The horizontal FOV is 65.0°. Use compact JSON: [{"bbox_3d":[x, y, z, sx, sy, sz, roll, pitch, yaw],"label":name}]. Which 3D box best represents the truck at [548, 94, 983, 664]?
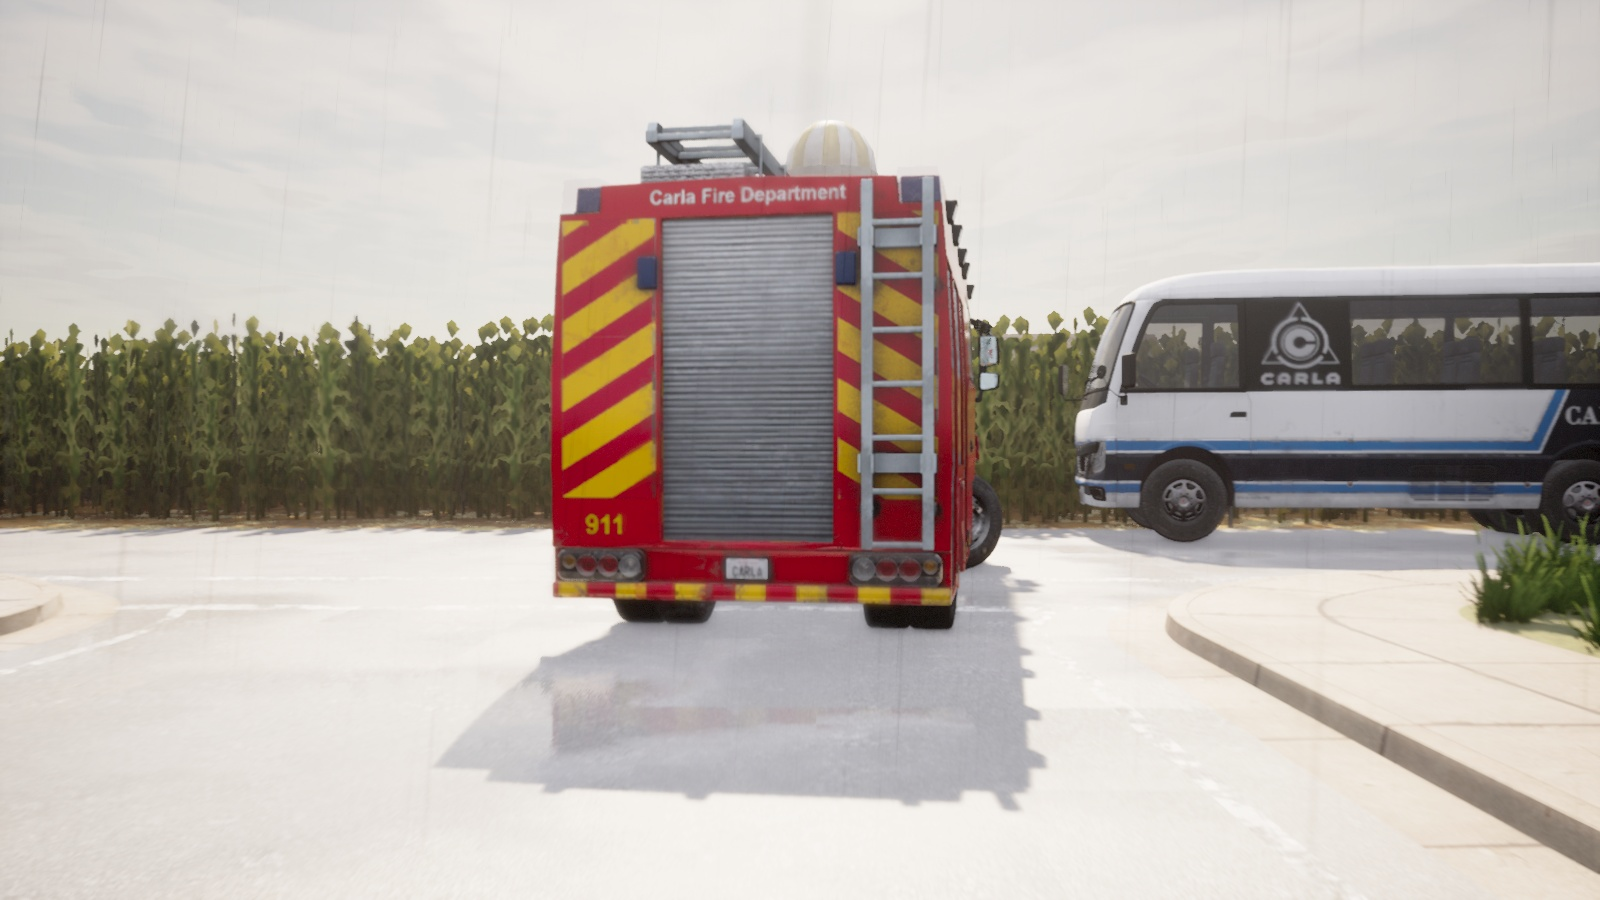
[{"bbox_3d":[0.327,-0.486,12.847,2.891,3.827,8.468,0,0,9],"label":"truck"}]

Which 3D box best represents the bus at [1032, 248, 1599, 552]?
[{"bbox_3d":[8.991,-0.711,19.879,10.273,4.253,3.944,0,0,8],"label":"bus"}]
